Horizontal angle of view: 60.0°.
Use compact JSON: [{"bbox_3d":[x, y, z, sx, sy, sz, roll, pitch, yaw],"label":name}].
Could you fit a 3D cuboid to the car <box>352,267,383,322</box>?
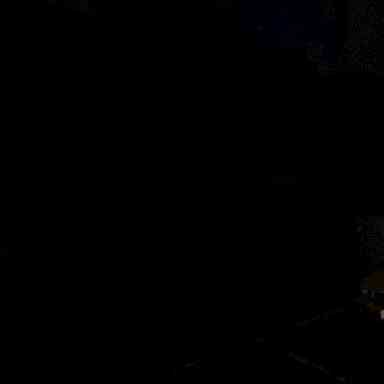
[{"bbox_3d":[4.895,1.525,6.288,4.829,1.417,1.752,0,1,-35],"label":"car"}]
